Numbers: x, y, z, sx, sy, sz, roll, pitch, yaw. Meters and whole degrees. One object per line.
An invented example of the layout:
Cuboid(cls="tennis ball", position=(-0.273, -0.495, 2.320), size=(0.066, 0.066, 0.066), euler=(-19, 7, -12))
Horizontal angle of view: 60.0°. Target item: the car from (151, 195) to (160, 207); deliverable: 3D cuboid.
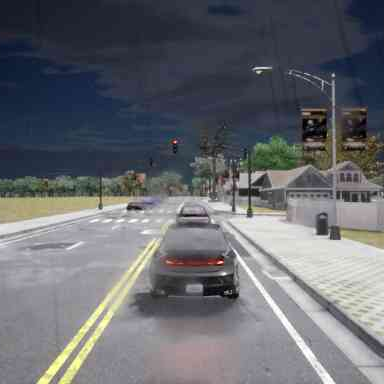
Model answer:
Cuboid(cls="car", position=(-6.670, 1.482, 52.482), size=(1.882, 1.535, 5.008), euler=(0, 0, 0))

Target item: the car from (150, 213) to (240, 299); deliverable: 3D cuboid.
Cuboid(cls="car", position=(0.070, 1.510, 8.476), size=(1.837, 1.490, 4.892), euler=(0, 0, 1))

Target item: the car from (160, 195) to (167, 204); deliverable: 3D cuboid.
Cuboid(cls="car", position=(-6.649, 1.355, 64.166), size=(2.097, 1.767, 4.553), euler=(0, 0, 0))

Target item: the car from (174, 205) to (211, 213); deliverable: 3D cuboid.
Cuboid(cls="car", position=(0.045, 1.500, 18.746), size=(2.128, 1.511, 4.902), euler=(0, 0, -2))

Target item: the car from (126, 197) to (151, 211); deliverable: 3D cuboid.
Cuboid(cls="car", position=(-6.681, 1.557, 40.582), size=(2.033, 1.411, 5.357), euler=(0, 0, 0))
